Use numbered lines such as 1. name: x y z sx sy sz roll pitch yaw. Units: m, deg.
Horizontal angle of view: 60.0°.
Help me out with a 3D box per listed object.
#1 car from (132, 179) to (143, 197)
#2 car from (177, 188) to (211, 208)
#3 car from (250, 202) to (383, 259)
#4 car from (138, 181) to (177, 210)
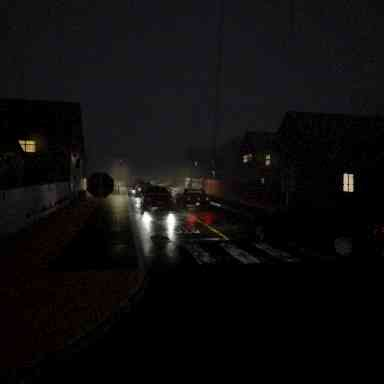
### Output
1. car: -5.076 -0.351 35.464 1.837 1.490 4.892 1 3 -12
2. car: -0.010 0.394 24.695 1.895 1.301 4.718 1 3 -11
3. car: 4.156 1.050 11.057 1.882 1.535 5.008 -1 4 -38
4. car: -2.519 0.297 23.216 1.882 1.535 5.008 0 3 -12
